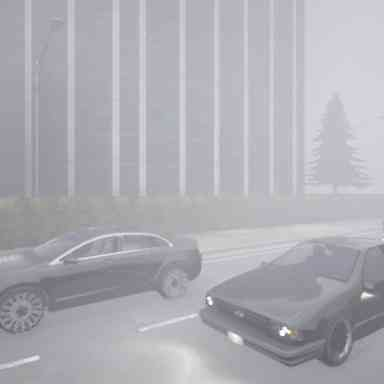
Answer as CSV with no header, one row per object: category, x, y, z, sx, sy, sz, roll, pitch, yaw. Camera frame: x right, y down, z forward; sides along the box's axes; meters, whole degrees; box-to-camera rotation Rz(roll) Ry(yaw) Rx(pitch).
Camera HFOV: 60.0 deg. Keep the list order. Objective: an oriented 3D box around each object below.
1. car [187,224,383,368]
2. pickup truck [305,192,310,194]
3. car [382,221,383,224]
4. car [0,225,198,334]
car,2.724,1.548,5.973,5.357,1.411,2.033,0,0,-36
pickup truck,25.298,1.059,75.759,2.390,2.098,6.274,0,0,-6
car,11.364,1.601,16.470,4.718,1.301,1.895,0,0,-35
car,-2.015,1.491,6.851,4.902,1.511,2.128,0,0,-36
